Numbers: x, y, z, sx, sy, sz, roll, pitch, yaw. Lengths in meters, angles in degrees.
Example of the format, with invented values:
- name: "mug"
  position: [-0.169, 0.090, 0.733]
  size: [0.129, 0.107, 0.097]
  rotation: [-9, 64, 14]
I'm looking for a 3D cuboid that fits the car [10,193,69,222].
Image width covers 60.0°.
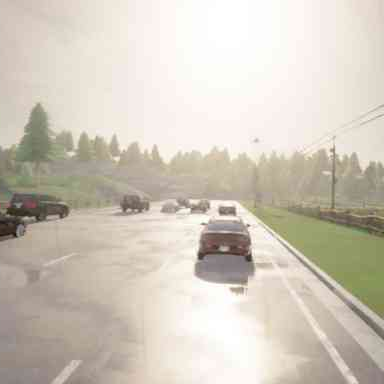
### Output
- name: "car"
  position: [-11.454, 1.095, 25.119]
  size: [2.150, 2.045, 5.566]
  rotation: [1, 0, 6]

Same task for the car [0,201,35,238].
- name: "car"
  position: [-9.142, 1.341, 14.111]
  size: [1.882, 1.535, 5.008]
  rotation: [1, 0, 6]

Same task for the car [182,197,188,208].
- name: "car"
  position: [-1.478, 1.637, 52.908]
  size: [2.097, 1.767, 4.553]
  rotation: [1, 0, 6]

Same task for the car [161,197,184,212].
- name: "car"
  position: [-2.611, 1.722, 42.619]
  size: [1.812, 1.442, 4.674]
  rotation: [1, 0, 6]

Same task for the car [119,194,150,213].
- name: "car"
  position: [-6.448, 1.300, 38.721]
  size: [2.150, 2.045, 5.566]
  rotation: [1, 0, 6]

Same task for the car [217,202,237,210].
- name: "car"
  position: [3.721, 1.797, 35.209]
  size: [2.128, 1.511, 4.902]
  rotation: [1, 0, 6]

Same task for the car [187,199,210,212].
- name: "car"
  position: [0.859, 1.879, 42.174]
  size: [1.895, 1.301, 4.718]
  rotation: [1, 0, 6]

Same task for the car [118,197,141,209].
- name: "car"
  position: [-8.947, 1.552, 48.115]
  size: [1.882, 1.535, 5.008]
  rotation: [1, 0, 6]

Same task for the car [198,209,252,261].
- name: "car"
  position: [1.271, 1.635, 12.779]
  size: [1.812, 1.442, 4.674]
  rotation: [1, 0, 6]
